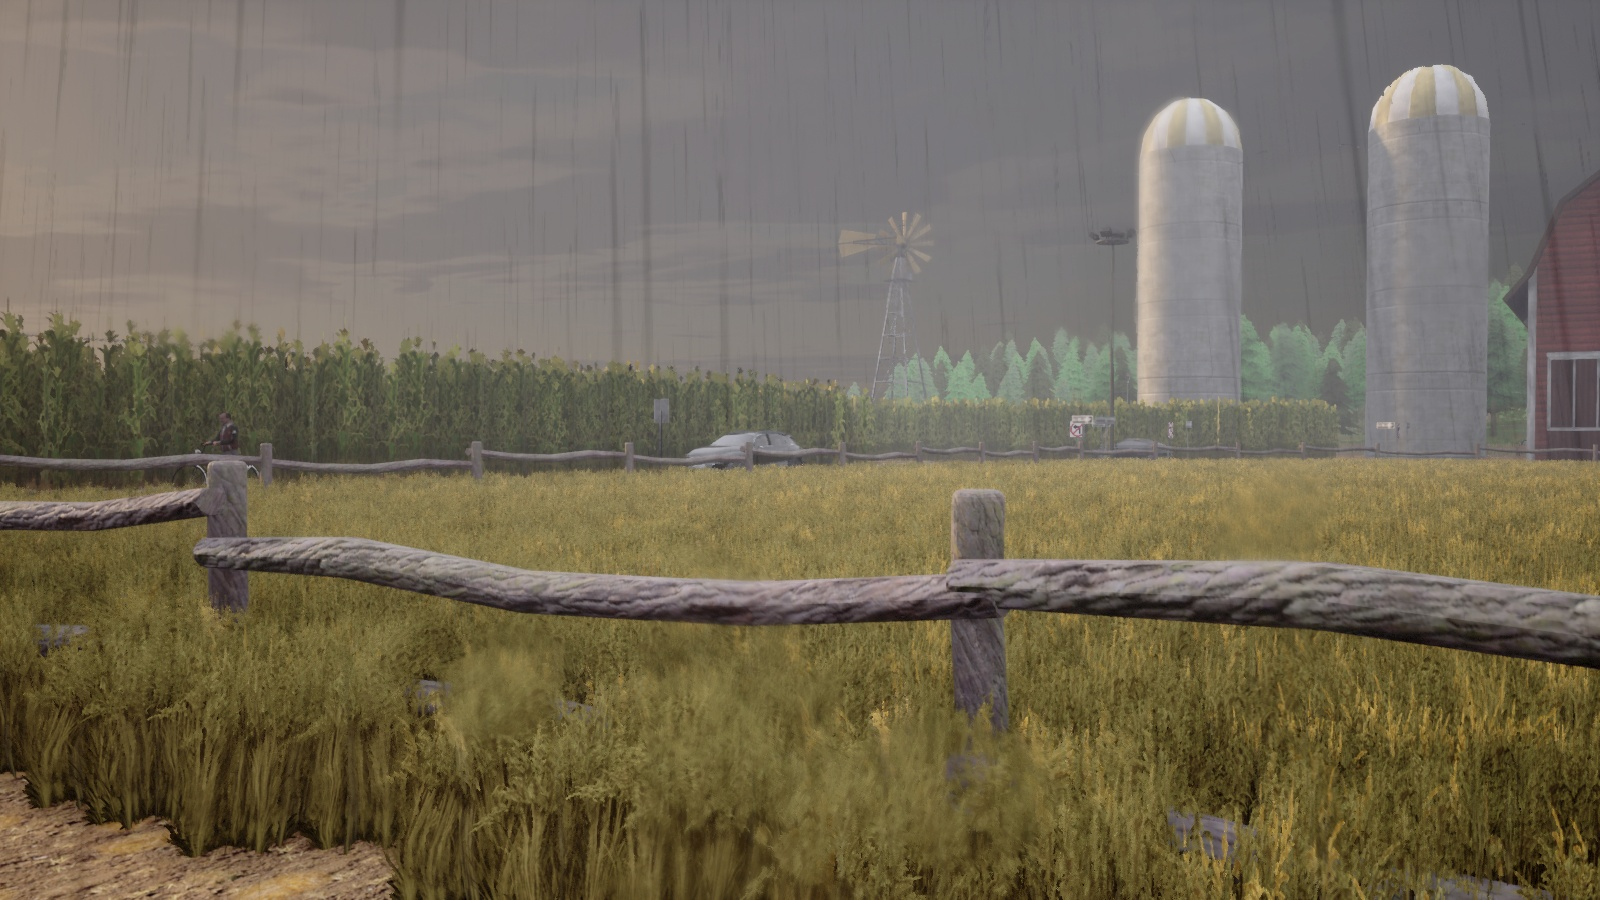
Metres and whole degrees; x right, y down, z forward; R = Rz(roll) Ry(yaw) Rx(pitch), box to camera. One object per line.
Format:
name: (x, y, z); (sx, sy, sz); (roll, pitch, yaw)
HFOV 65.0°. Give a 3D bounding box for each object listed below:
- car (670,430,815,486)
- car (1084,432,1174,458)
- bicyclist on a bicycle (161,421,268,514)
car: (-1.723, 0.222, 39.537); (2.033, 1.649, 4.856); (0, 1, 34)
car: (18.923, -0.279, 72.245); (4.674, 1.442, 1.812); (0, 1, 28)
bicyclist on a bicycle: (-11.577, 0.329, 24.878); (0.659, 1.776, 1.843); (0, 0, 34)
